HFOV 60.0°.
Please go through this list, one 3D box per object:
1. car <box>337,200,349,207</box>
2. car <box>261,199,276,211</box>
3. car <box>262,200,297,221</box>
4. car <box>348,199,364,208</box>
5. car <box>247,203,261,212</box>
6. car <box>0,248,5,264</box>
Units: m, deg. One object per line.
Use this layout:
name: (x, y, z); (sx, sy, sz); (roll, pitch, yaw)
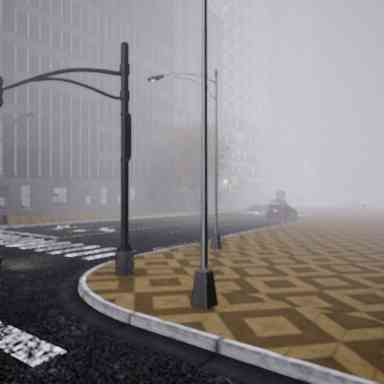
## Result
car: (39.044, 3.217, 86.461); (2.033, 1.411, 5.357); (0, -1, 33)
car: (13.296, 2.167, 52.579); (2.150, 2.045, 5.566); (0, -1, 33)
car: (9.385, 1.994, 34.541); (2.097, 1.767, 4.553); (0, -1, 33)
car: (41.775, 3.157, 84.698); (1.882, 1.535, 5.008); (0, -1, 33)
car: (10.579, 2.507, 54.363); (1.994, 1.385, 4.181); (0, -1, 33)
car: (-7.673, 1.615, 8.130); (2.033, 1.411, 5.357); (0, -1, 33)
